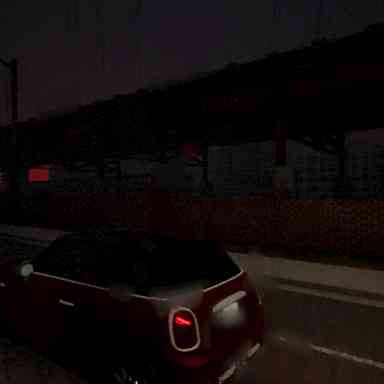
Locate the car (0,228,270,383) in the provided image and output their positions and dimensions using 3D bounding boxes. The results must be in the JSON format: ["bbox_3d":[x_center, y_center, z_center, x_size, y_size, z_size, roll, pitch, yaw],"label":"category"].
[{"bbox_3d":[-1.292,1.328,4.914,4.553,1.767,2.097,0,0,35],"label":"car"}]
